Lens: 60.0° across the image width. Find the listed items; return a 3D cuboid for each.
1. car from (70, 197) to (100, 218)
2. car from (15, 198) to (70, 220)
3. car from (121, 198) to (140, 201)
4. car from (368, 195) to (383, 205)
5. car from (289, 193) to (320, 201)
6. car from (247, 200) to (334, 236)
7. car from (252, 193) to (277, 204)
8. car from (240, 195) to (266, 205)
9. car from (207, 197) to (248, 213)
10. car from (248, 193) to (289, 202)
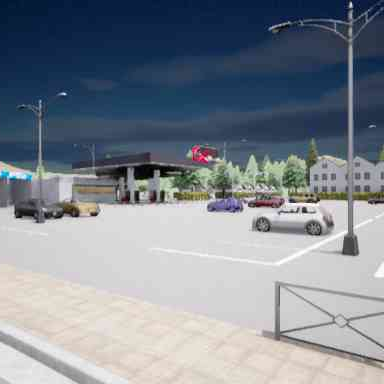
[{"bbox_3d":[-9.954,1.291,27.969,5.027,1.636,2.152,0,0,36],"label":"car"},{"bbox_3d":[-11.758,1.300,25.403,4.514,1.523,2.007,0,0,36],"label":"car"},{"bbox_3d":[-14.539,1.450,78.478,2.242,1.667,4.611,0,0,36],"label":"car"},{"bbox_3d":[29.227,1.260,50.448,4.514,1.523,2.007,0,0,36],"label":"car"},{"bbox_3d":[17.049,1.060,50.731,4.605,1.855,1.932,0,0,36],"label":"car"},{"bbox_3d":[5.048,1.342,16.862,3.806,1.475,1.970,0,0,36],"label":"car"},{"bbox_3d":[12.623,1.041,58.019,3.866,1.878,1.905,0,0,36],"label":"car"},{"bbox_3d":[10.172,1.325,55.692,3.806,1.475,1.970,0,0,36],"label":"car"},{"bbox_3d":[3.223,1.280,33.027,3.633,1.501,1.845,0,0,36],"label":"car"},{"bbox_3d":[9.140,1.260,41.080,4.514,1.523,2.007,0,0,36],"label":"car"}]
